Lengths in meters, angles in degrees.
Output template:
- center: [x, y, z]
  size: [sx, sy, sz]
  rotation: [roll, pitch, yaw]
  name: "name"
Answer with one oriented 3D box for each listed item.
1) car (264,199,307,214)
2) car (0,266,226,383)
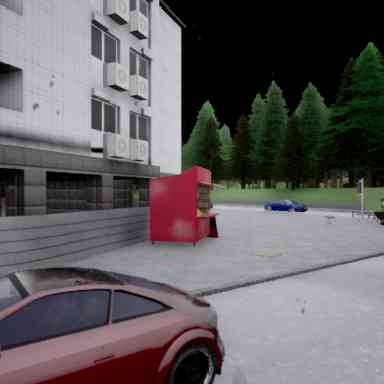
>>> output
- center: [10.122, 1.478, 36.148]
  size: [1.882, 1.535, 5.008]
  rotation: [0, 0, -35]
  name: "car"
- center: [-1.670, 1.564, 3.417]
  size: [4.181, 1.385, 1.994]
  rotation: [0, 0, -36]
  name: "car"
